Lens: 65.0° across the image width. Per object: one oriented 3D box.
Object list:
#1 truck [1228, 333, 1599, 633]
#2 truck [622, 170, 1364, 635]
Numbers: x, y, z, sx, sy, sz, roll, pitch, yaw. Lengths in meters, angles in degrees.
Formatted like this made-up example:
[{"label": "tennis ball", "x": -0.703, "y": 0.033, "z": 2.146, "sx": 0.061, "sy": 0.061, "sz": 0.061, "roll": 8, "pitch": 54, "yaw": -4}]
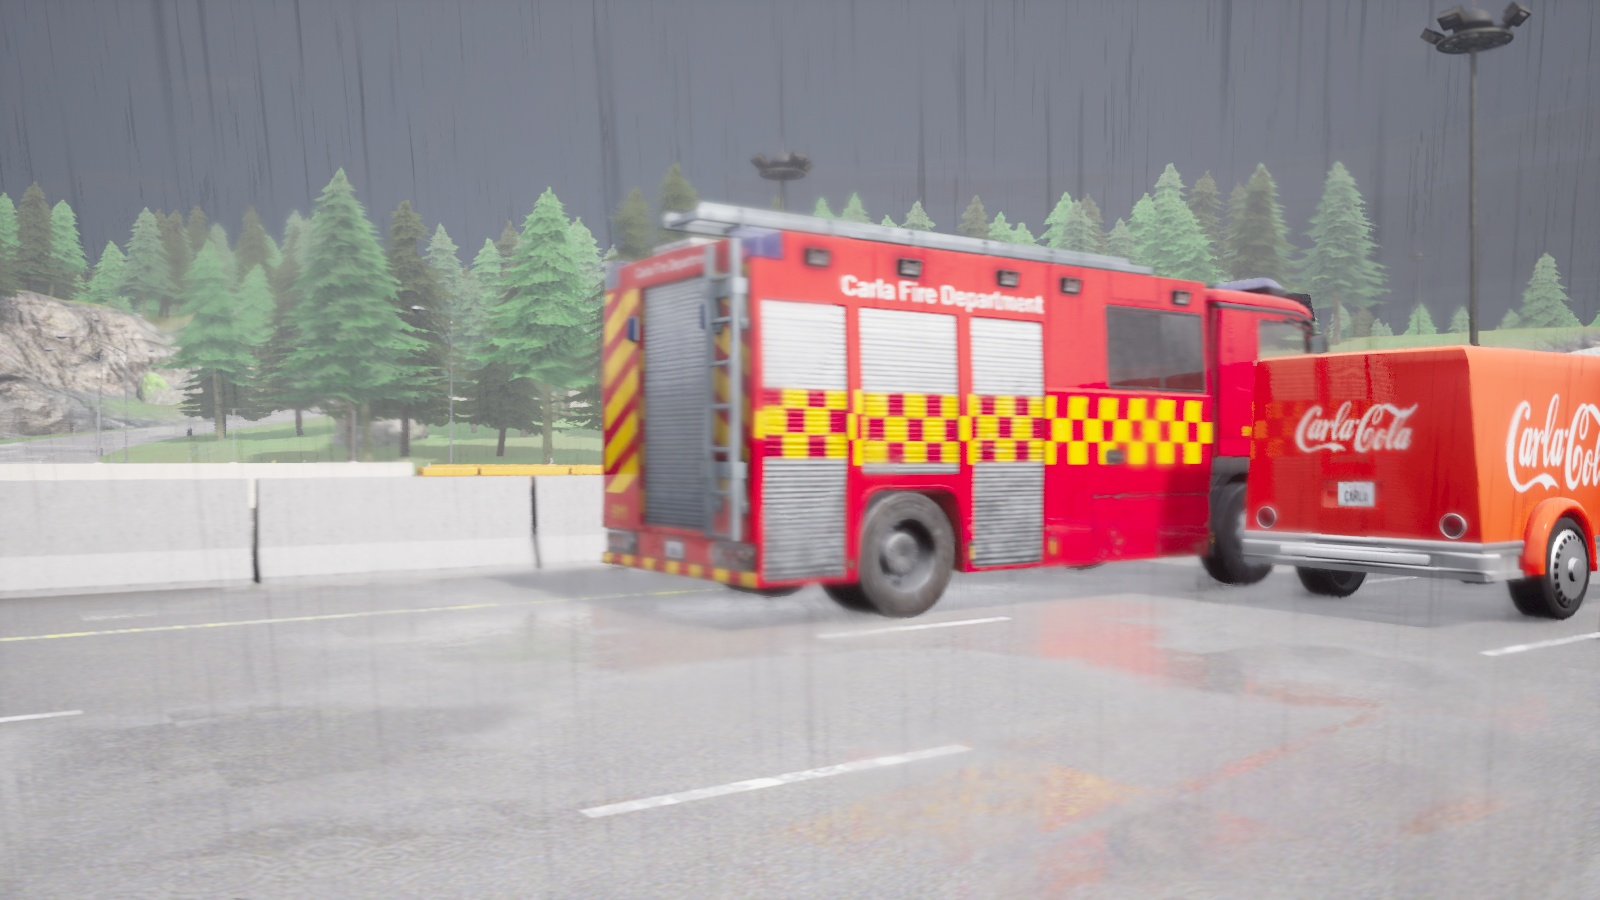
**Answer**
[{"label": "truck", "x": 7.143, "y": 0.275, "z": 12.897, "sx": 5.204, "sy": 2.467, "sz": 2.627, "roll": 0, "pitch": 0, "yaw": -35}, {"label": "truck", "x": 2.500, "y": -0.391, "z": 13.932, "sx": 8.468, "sy": 3.827, "sz": 2.891, "roll": 0, "pitch": 0, "yaw": -35}]
